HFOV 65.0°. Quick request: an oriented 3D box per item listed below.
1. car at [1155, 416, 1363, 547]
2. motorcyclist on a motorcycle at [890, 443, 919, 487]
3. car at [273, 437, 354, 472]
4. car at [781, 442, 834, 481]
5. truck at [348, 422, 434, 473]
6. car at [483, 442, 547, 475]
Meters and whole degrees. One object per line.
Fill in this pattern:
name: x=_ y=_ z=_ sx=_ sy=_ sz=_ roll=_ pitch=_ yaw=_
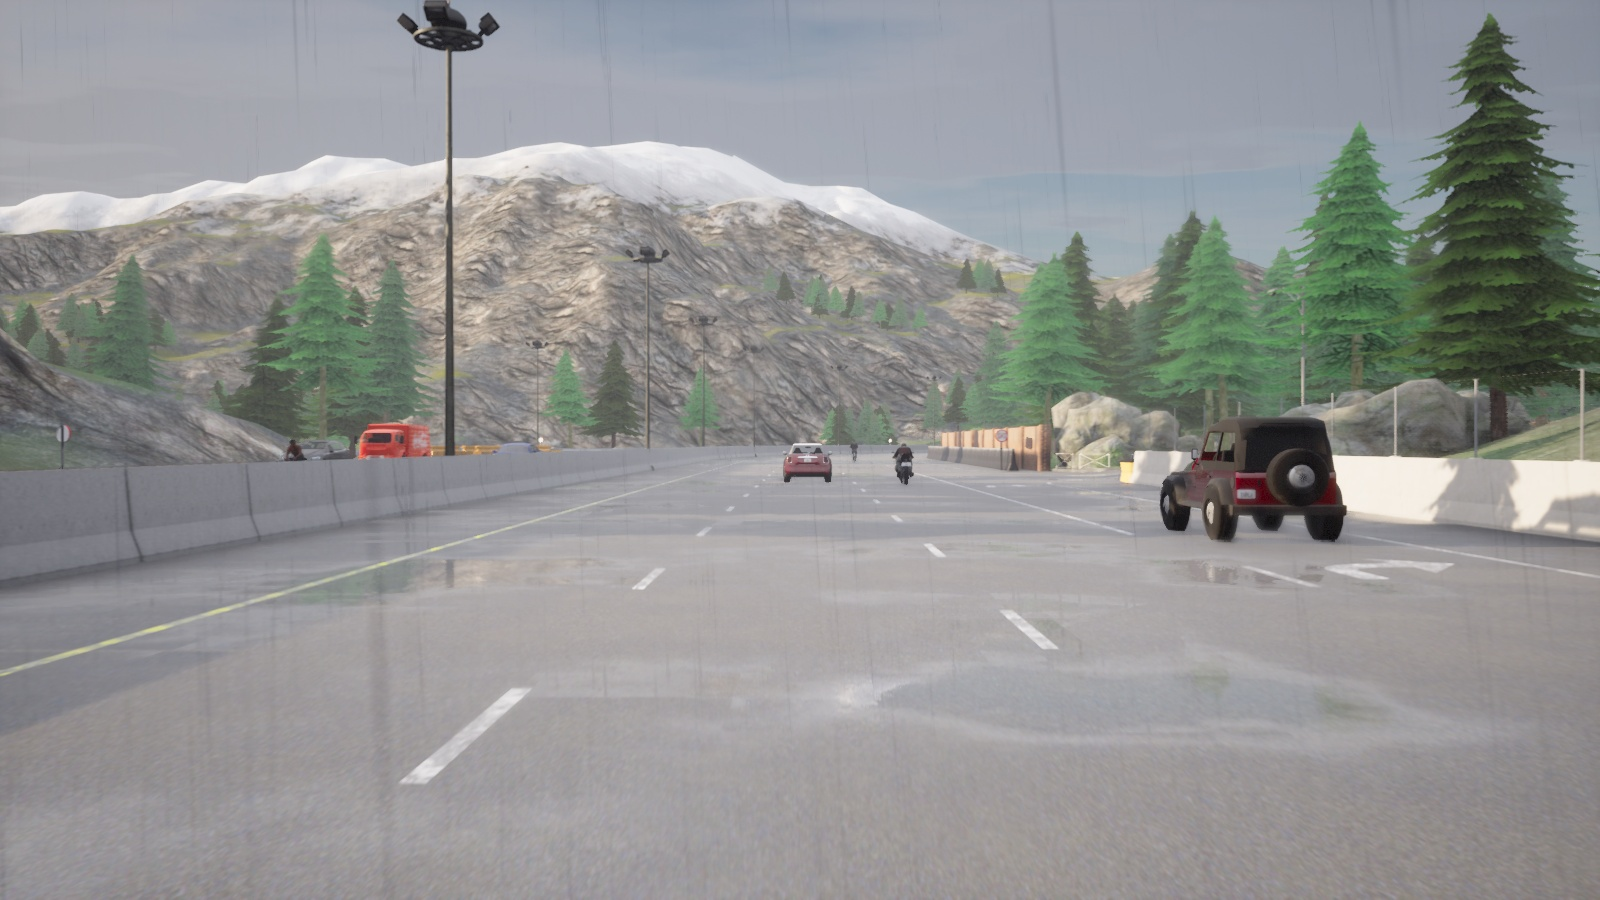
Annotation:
car: x=7.129 y=0.436 z=19.962 sx=1.905 sy=1.878 sz=3.866 roll=0 pitch=0 yaw=0
motorcyclist on a motorcycle: x=3.775 y=0.528 z=45.590 sx=0.866 sy=1.530 sz=2.191 roll=0 pitch=0 yaw=0
car: x=-24.130 y=0.219 z=62.479 sx=2.242 sy=1.667 sz=4.611 roll=0 pitch=0 yaw=0
car: x=0.295 y=0.435 z=49.247 sx=1.970 sy=1.475 sz=3.806 roll=0 pitch=0 yaw=0
truck: x=-20.623 y=-0.115 z=63.529 sx=2.627 sy=2.467 sz=5.204 roll=0 pitch=0 yaw=0
car: x=-13.642 y=0.373 z=60.363 sx=1.882 sy=1.535 sz=5.008 roll=0 pitch=0 yaw=0
